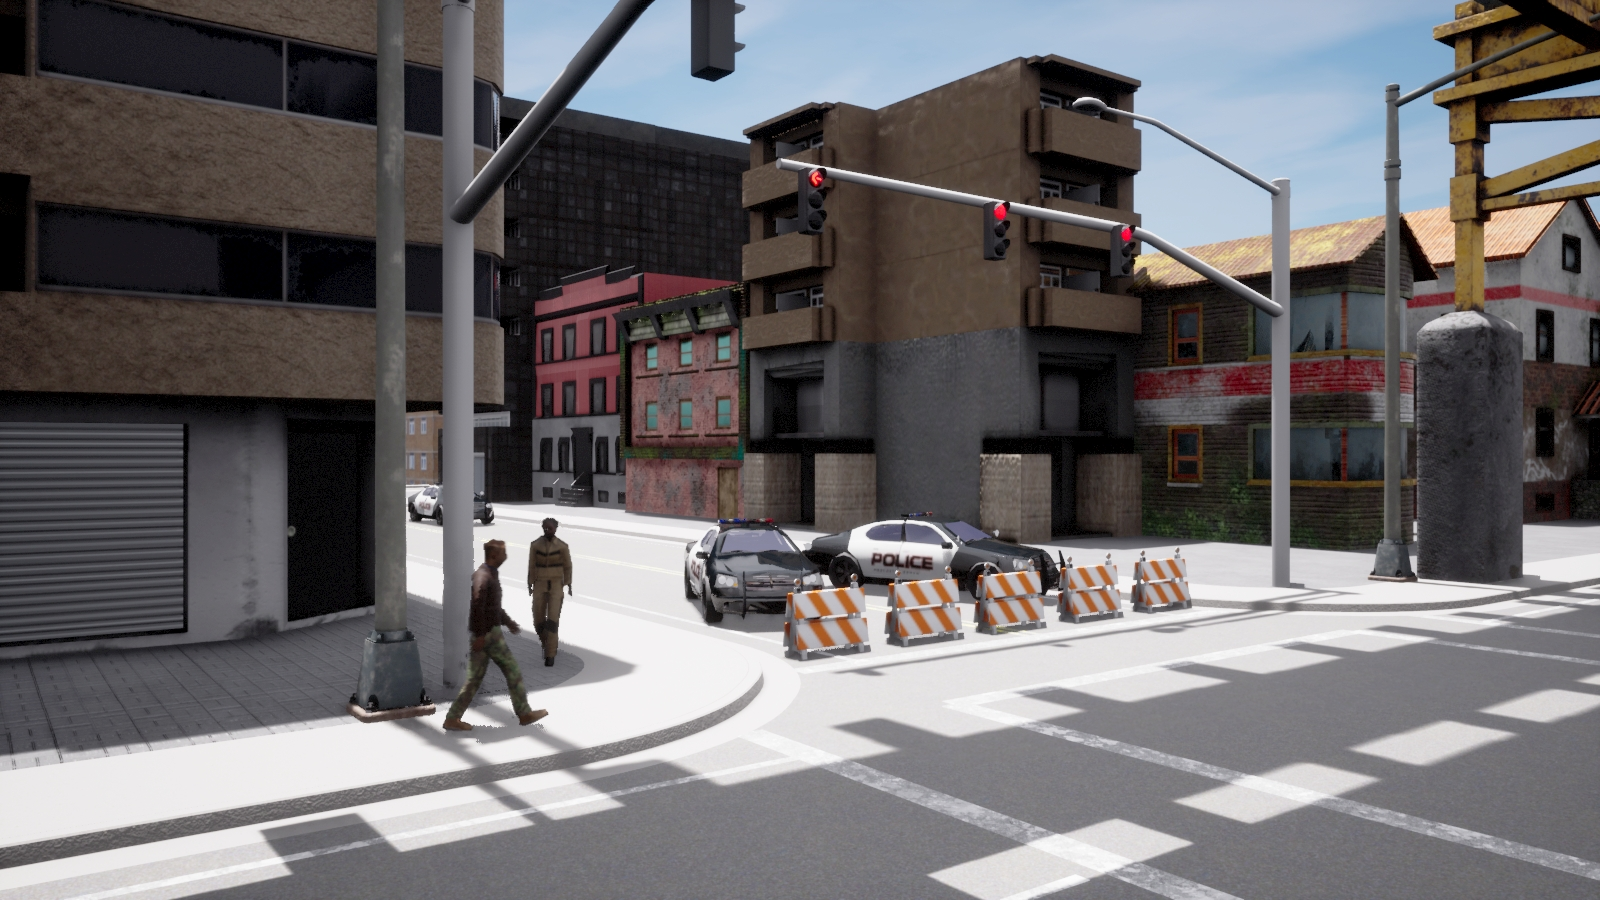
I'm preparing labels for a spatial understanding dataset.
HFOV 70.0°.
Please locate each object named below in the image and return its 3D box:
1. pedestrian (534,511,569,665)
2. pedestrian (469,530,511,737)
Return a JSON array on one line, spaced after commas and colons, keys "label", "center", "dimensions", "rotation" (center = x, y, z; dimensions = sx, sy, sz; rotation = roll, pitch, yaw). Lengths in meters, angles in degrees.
[{"label": "pedestrian", "center": [-3.081, 1.701, 14.170], "dimensions": [0.375, 1.860, 0.375], "rotation": [0, 0, -5]}, {"label": "pedestrian", "center": [-2.903, 1.699, 10.697], "dimensions": [0.375, 1.860, 0.375], "rotation": [0, 0, -16]}]
